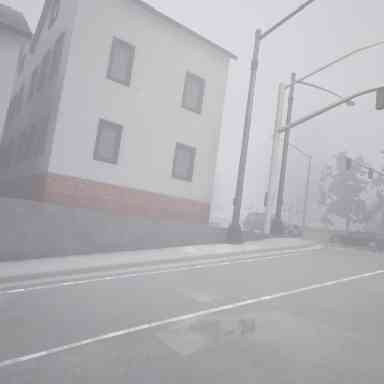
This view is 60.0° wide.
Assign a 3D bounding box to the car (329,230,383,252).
[{"bbox_3d":[13.486,3.821,26.603,1.837,1.490,4.892,10,-6,-36],"label":"car"}]

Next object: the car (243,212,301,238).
[{"bbox_3d":[6.999,2.955,29.618,2.150,2.045,5.566,12,-7,-35],"label":"car"}]

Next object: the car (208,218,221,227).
[{"bbox_3d":[0.997,3.300,37.928,2.033,1.411,5.357,12,-7,-35],"label":"car"}]
